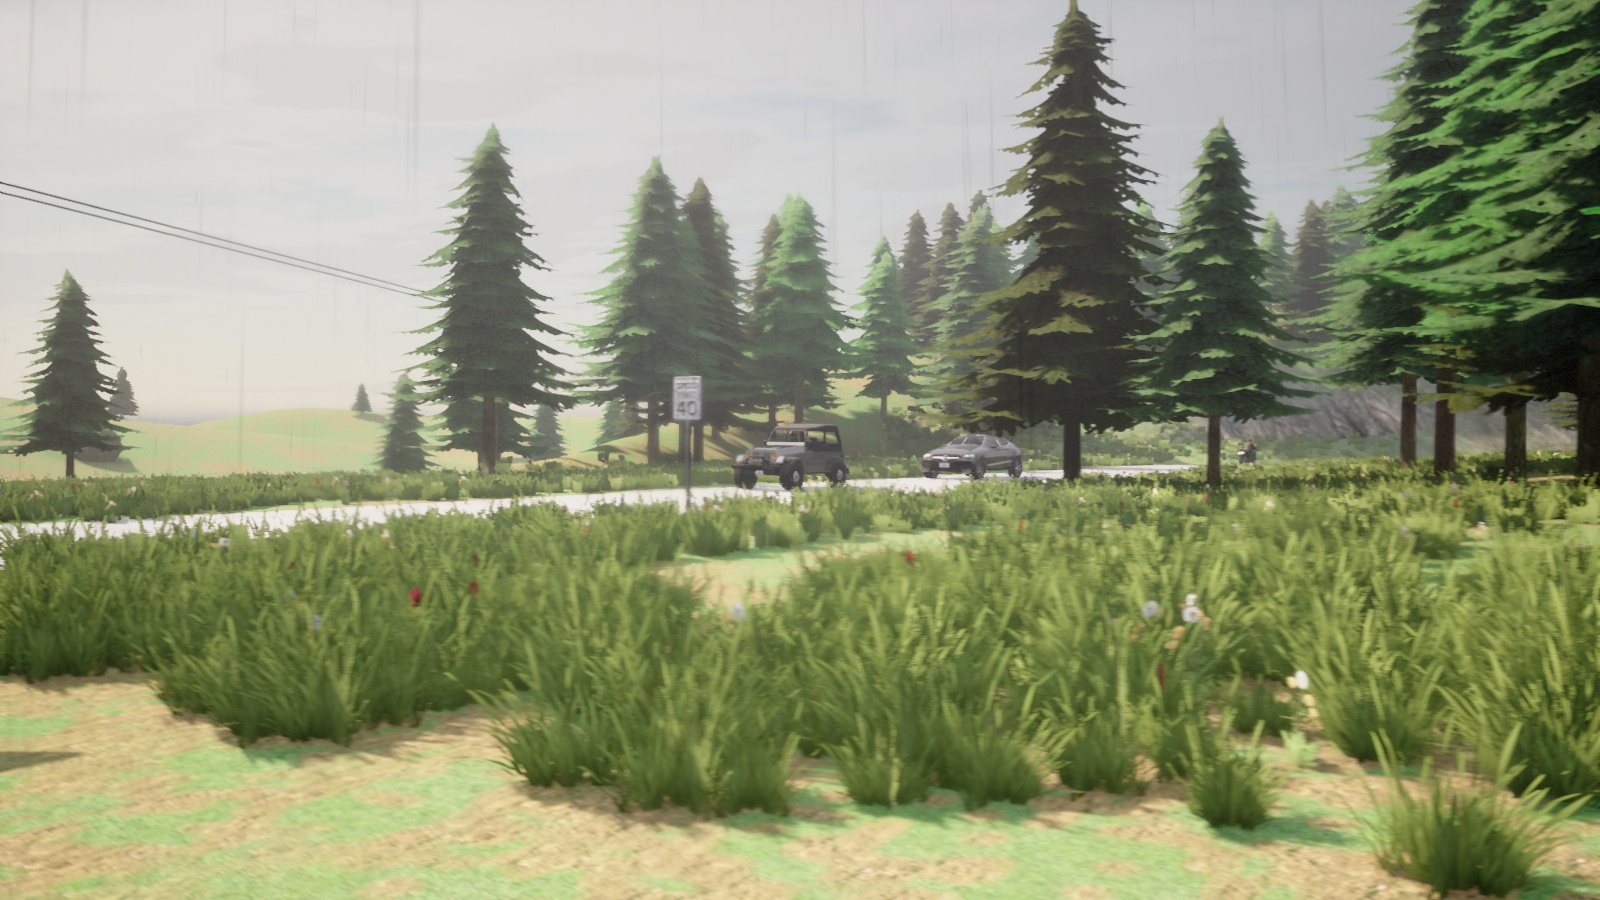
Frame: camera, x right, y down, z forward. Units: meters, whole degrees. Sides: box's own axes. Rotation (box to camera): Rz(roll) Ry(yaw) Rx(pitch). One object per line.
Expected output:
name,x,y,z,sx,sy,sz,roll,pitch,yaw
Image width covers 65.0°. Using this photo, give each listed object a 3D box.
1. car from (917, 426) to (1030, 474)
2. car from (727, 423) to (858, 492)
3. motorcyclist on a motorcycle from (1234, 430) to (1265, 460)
car,6.442,-0.043,46.059,2.152,1.651,5.027,0,1,33
car,-0.160,0.172,35.916,1.905,1.878,3.866,0,1,33
motorcyclist on a motorcycle,23.540,-0.262,65.735,0.797,1.523,2.044,2,2,42
